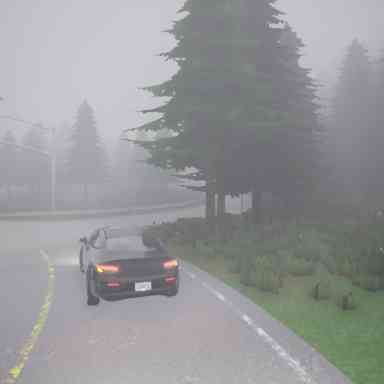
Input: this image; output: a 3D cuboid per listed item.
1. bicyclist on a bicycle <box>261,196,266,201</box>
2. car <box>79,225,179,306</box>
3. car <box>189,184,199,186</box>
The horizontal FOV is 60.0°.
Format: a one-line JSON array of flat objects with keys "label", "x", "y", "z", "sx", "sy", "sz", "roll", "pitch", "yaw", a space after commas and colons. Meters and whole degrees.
[{"label": "bicyclist on a bicycle", "x": 6.311, "y": 0.894, "z": 30.393, "sx": 1.656, "sy": 1.620, "sz": 0.582, "roll": -13, "pitch": -4, "yaw": 35}, {"label": "car", "x": -1.683, "y": 1.526, "z": 8.115, "sx": 1.812, "sy": 1.442, "sz": 4.674, "roll": 0, "pitch": 0, "yaw": -21}, {"label": "car", "x": 0.576, "y": -1.747, "z": 69.734, "sx": 1.994, "sy": 1.385, "sz": 4.181, "roll": 0, "pitch": 5, "yaw": -5}]
